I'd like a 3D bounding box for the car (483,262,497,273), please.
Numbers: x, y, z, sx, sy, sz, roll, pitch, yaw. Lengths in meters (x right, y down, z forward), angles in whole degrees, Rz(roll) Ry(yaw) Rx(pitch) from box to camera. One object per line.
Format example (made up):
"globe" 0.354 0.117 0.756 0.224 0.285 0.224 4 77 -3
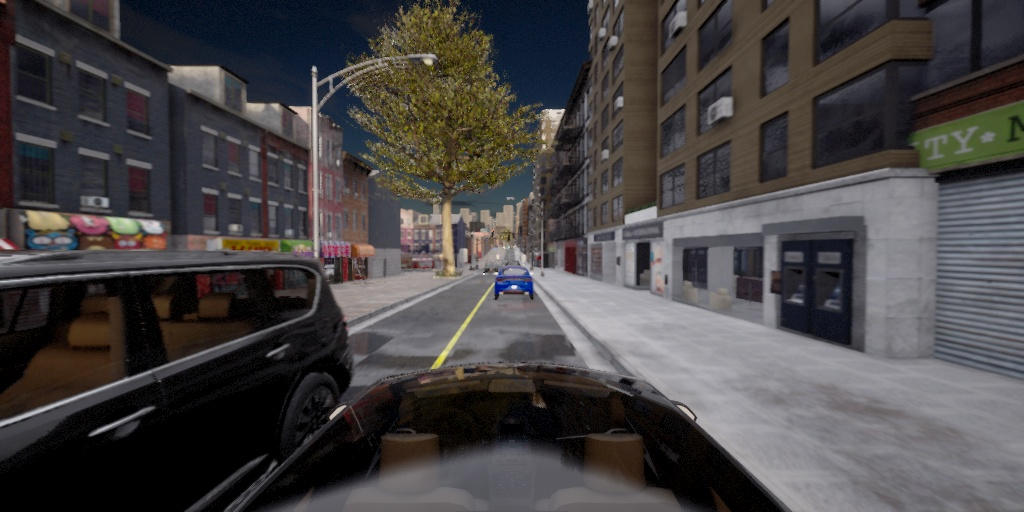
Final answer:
"car" -2.757 1.593 49.353 1.837 1.490 4.892 0 -1 0

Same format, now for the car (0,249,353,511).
"car" -2.850 0.972 1.780 2.150 2.045 5.566 0 0 0

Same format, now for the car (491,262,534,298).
"car" 0.098 1.271 18.639 1.882 1.535 5.008 0 0 0
